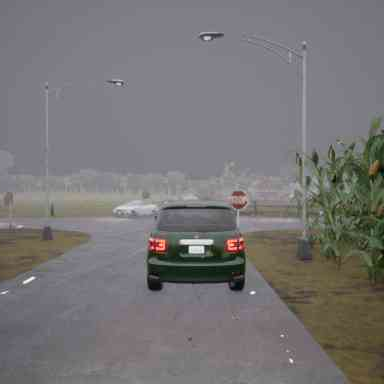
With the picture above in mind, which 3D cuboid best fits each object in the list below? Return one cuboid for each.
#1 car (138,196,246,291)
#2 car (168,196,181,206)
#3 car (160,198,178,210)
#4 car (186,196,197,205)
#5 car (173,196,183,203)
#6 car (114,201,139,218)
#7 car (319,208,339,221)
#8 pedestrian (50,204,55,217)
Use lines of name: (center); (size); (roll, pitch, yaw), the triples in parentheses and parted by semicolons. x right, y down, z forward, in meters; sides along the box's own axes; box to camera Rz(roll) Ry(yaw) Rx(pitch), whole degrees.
car: (0.087, 1.217, 9.161); (2.150, 2.045, 5.566); (0, 0, 0)
car: (-2.920, 1.469, 55.662); (1.882, 1.535, 5.008); (0, 1, 0)
car: (-2.924, 1.553, 43.413); (1.994, 1.385, 4.181); (0, 0, 0)
car: (-0.011, 1.470, 59.121); (1.882, 1.535, 5.008); (0, 0, 0)
car: (-2.880, 1.559, 69.230); (1.994, 1.385, 4.181); (0, 0, 0)
car: (-4.887, 1.499, 29.616); (1.812, 1.442, 4.674); (1, 0, 29)
car: (12.561, 1.468, 26.235); (4.902, 1.511, 2.128); (0, 2, -2)
pedestrian: (-12.236, 1.612, 29.175); (0.500, 1.100, 0.500); (0, 2, 0)
